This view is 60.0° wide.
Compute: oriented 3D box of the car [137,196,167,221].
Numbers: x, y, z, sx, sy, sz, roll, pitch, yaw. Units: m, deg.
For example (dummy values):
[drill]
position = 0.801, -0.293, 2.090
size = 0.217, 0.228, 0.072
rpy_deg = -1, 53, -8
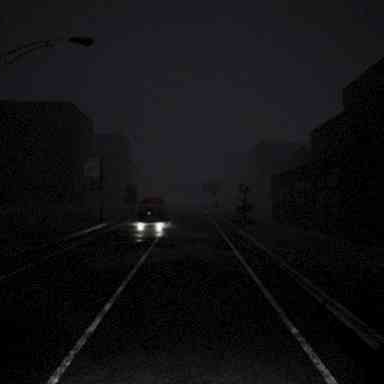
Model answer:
[car]
position = -3.456, 1.383, 29.468
size = 2.150, 2.045, 5.566
rpy_deg = 0, -1, 0
